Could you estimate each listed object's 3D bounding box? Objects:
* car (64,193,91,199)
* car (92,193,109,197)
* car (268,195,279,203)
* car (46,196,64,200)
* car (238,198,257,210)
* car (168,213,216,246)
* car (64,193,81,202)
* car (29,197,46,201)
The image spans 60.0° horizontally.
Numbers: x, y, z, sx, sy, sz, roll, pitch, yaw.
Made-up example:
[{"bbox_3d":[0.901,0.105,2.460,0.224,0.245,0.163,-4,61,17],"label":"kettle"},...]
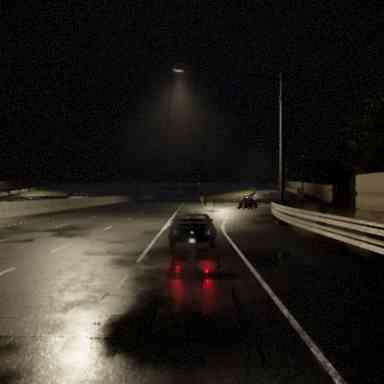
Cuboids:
[{"bbox_3d":[-20.966,1.225,61.265,2.150,2.045,5.566,0,0,0],"label":"car"},{"bbox_3d":[-20.939,1.273,77.910,2.150,2.045,5.566,0,0,0],"label":"car"},{"bbox_3d":[16.780,1.367,68.178,1.882,1.535,5.008,0,2,18],"label":"car"},{"bbox_3d":[-24.465,1.480,61.288,1.882,1.535,5.008,0,0,0],"label":"car"},{"bbox_3d":[7.469,1.586,44.551,1.812,1.442,4.674,0,0,24],"label":"car"},{"bbox_3d":[0.021,1.598,15.110,1.895,1.301,4.718,0,0,0],"label":"car"},{"bbox_3d":[-27.939,1.271,77.890,2.150,2.045,5.566,0,0,0],"label":"car"},{"bbox_3d":[-27.955,1.542,61.271,2.033,1.411,5.357,0,0,0],"label":"car"}]
